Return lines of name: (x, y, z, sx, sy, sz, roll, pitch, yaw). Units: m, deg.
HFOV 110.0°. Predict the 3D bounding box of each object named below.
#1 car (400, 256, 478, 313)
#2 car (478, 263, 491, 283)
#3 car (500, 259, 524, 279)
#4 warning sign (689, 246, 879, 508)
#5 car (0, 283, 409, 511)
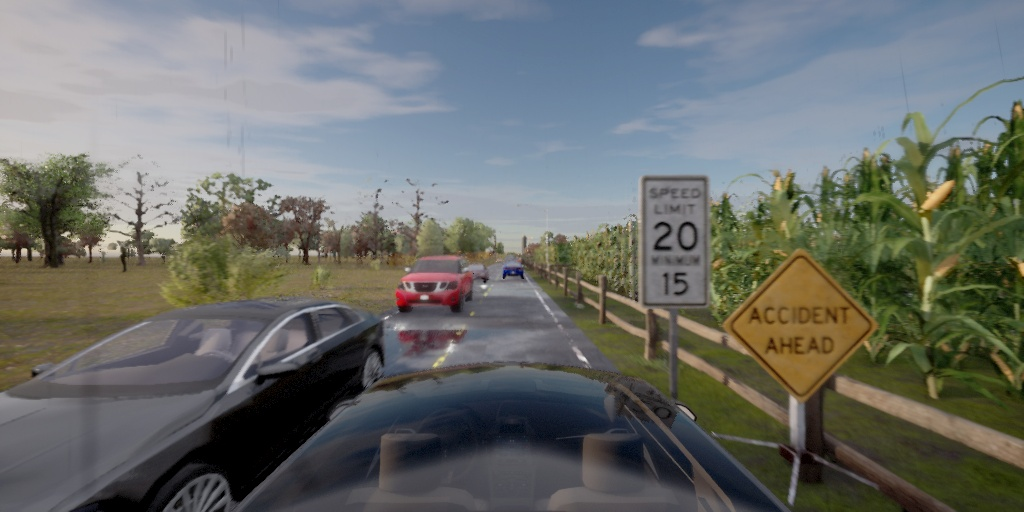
car: (-2.847, 1.001, 14.437, 2.150, 2.045, 5.566, 0, 0, 0)
car: (-2.826, 1.326, 28.414, 1.812, 1.442, 4.674, 0, 0, 0)
car: (0.106, 1.283, 33.728, 1.882, 1.535, 5.008, 0, 0, 0)
warning sign: (2.449, 0.869, 3.072, 1.300, 1.860, 1.060, 0, 0, 0)
car: (-2.822, 1.246, 3.606, 2.128, 1.511, 4.902, 0, 0, -1)
